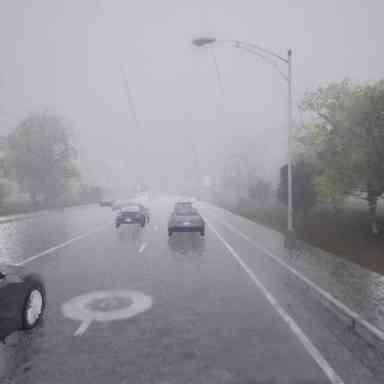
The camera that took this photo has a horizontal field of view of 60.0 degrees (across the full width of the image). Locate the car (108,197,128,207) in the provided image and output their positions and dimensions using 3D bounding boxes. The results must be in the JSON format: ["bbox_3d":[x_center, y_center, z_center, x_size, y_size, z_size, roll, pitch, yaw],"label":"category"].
[{"bbox_3d":[-8.199,1.539,39.358,1.812,1.442,4.674,0,0,-2],"label":"car"}]

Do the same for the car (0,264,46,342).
[{"bbox_3d":[-3.477,1.510,3.975,1.837,1.490,4.892,0,0,-1],"label":"car"}]

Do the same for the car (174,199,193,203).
[{"bbox_3d":[-0.898,1.497,36.255,2.128,1.511,4.902,0,0,-2],"label":"car"}]

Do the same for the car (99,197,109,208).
[{"bbox_3d":[-11.982,1.496,48.120,1.882,1.535,5.008,0,0,-2],"label":"car"}]

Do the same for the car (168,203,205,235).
[{"bbox_3d":[-0.332,1.567,18.872,1.994,1.385,4.181,0,0,-2],"label":"car"}]

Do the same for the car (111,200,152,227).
[{"bbox_3d":[-3.935,1.533,22.535,1.812,1.442,4.674,0,0,-2],"label":"car"}]

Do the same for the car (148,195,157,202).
[{"bbox_3d":[-9.457,1.504,79.656,1.837,1.490,4.892,0,0,-2],"label":"car"}]
